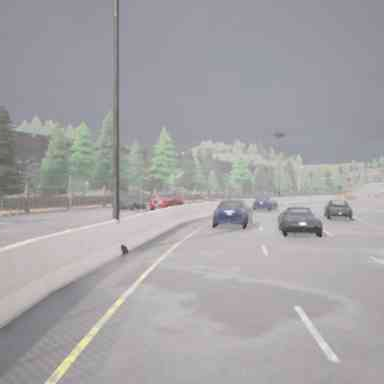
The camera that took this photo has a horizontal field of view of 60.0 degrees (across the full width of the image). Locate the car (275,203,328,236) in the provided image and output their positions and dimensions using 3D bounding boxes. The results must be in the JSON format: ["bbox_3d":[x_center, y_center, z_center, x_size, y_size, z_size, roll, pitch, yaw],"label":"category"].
[{"bbox_3d":[5.751,1.500,18.028,1.994,1.385,4.181,0,0,11],"label":"car"}]

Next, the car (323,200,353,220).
[{"bbox_3d":[11.902,1.406,27.246,2.128,1.511,4.902,0,0,19],"label":"car"}]

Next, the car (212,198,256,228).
[{"bbox_3d":[2.752,1.280,21.565,2.097,1.767,4.553,0,0,15],"label":"car"}]

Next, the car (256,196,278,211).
[{"bbox_3d":[8.509,1.224,38.207,2.097,1.767,4.553,0,0,26],"label":"car"}]

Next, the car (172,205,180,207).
[{"bbox_3d":[-2.828,1.037,38.369,2.150,2.045,5.566,0,0,22],"label":"car"}]

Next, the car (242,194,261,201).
[{"bbox_3d":[12.711,1.169,71.017,1.837,1.490,4.892,0,0,37],"label":"car"}]
